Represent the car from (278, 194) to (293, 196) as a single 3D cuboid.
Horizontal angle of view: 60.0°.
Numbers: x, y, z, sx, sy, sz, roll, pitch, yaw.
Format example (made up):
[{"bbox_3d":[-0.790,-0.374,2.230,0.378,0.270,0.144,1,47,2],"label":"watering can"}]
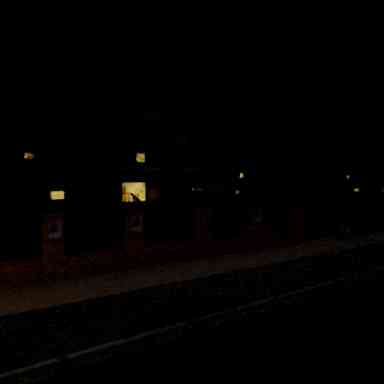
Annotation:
[{"bbox_3d":[10.396,0.949,36.451,1.994,1.385,4.181,-2,2,-34],"label":"car"}]
